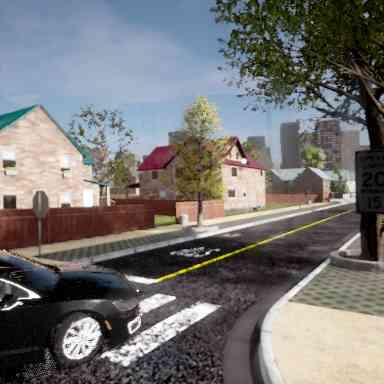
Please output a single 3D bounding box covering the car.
[{"bbox_3d":[-3.148,1.512,4.426,4.892,1.490,1.837,-1,3,-24],"label":"car"}]
